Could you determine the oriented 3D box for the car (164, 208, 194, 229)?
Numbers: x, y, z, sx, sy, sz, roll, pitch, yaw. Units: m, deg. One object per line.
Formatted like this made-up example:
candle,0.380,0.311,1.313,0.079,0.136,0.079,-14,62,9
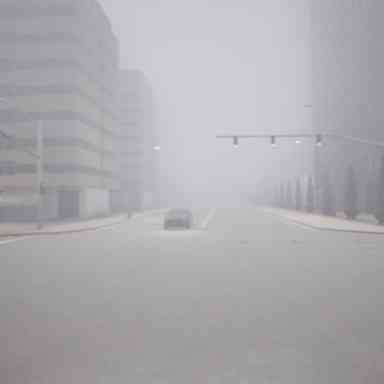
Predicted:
car,-0.969,1.987,25.930,1.882,1.535,5.008,-1,-1,5
